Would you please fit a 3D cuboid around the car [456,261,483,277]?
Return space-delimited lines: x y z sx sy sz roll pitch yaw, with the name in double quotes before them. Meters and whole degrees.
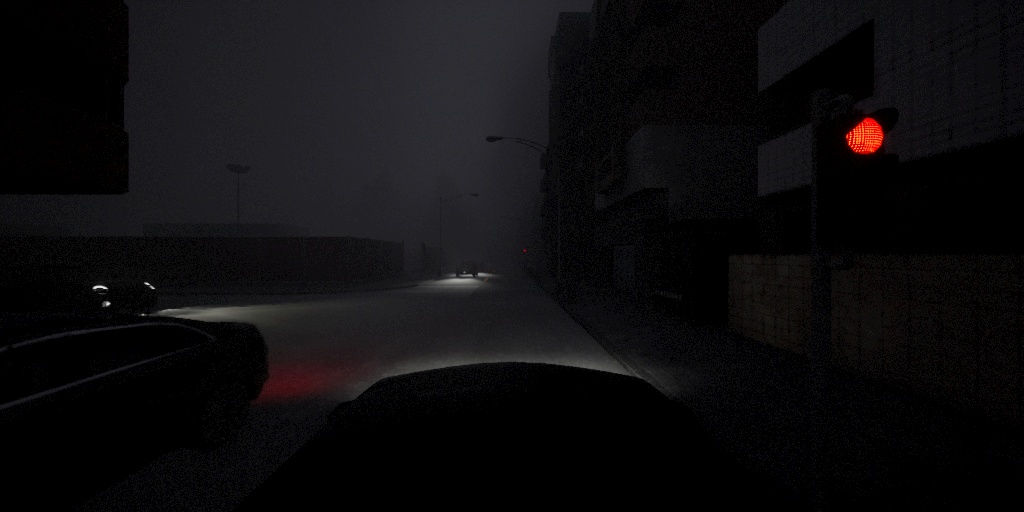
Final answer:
"car" -4.410 1.242 35.665 2.128 1.511 4.902 0 0 0

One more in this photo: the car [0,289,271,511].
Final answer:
"car" -3.912 1.241 2.386 2.128 1.511 4.902 0 0 1

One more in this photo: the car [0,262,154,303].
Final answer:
"car" -15.153 1.102 12.308 4.553 1.767 2.097 0 0 -2

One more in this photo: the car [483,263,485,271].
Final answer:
"car" -4.477 1.351 45.779 1.895 1.301 4.718 0 0 0
